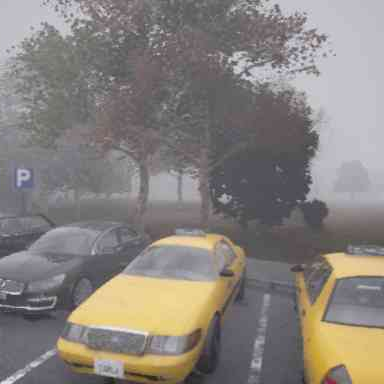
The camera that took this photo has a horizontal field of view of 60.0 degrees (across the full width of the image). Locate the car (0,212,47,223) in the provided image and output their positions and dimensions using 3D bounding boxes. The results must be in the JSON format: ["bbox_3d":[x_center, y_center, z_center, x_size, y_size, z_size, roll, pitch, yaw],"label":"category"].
[{"bbox_3d":[-4.951,1.349,9.535,2.185,1.767,4.553,0,-1,15],"label":"car"}]

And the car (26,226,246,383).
[{"bbox_3d":[-0.131,1.480,5.960,1.946,1.575,5.366,1,-1,15],"label":"car"}]

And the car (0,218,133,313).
[{"bbox_3d":[-2.506,1.482,7.861,2.231,1.521,4.892,1,-1,15],"label":"car"}]

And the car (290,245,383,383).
[{"bbox_3d":[2.385,1.486,4.596,1.946,1.575,5.366,0,-1,15],"label":"car"}]
